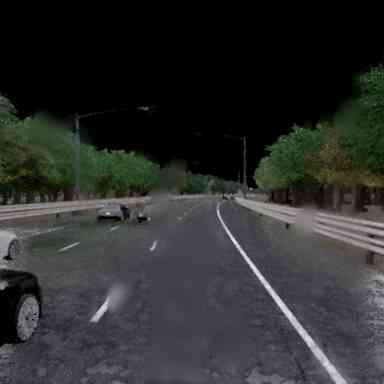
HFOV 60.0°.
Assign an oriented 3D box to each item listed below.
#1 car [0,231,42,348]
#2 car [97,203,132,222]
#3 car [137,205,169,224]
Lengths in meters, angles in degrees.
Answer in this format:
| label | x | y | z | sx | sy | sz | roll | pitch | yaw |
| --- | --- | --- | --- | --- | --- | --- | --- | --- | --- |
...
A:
| label | x | y | z | sx | sy | sz | roll | pitch | yaw |
| --- | --- | --- | --- | --- | --- | --- | --- | --- | --- |
| car | -3.364 | 1.496 | 3.519 | 2.128 | 1.511 | 4.902 | 0 | 0 | 0 |
| car | -6.254 | 1.610 | 27.143 | 1.994 | 1.385 | 4.181 | 0 | 0 | 2 |
| car | -2.835 | 1.646 | 25.314 | 1.895 | 1.301 | 4.718 | 0 | 0 | 2 |
